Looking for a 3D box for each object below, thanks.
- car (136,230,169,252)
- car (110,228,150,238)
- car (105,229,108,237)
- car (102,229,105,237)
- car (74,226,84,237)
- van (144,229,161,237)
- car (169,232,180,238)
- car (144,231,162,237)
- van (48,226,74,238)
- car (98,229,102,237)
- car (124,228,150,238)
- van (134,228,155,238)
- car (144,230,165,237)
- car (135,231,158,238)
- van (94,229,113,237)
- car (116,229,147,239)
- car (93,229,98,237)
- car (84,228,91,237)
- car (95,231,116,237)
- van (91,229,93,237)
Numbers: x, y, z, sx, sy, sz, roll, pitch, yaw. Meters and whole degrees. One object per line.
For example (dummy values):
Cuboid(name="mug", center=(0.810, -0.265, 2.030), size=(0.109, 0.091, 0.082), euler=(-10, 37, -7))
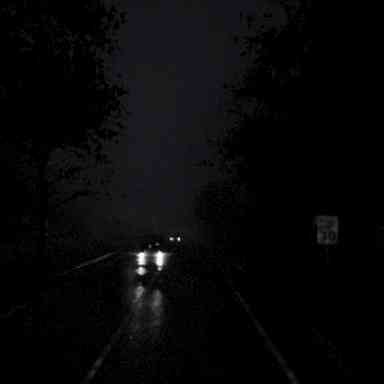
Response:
Cuboid(name="car", center=(-3.415, 4.387, 29.437), size=(1.837, 1.490, 4.892), euler=(1, -5, 0))
Cuboid(name="car", center=(-10.287, 7.018, 55.296), size=(5.366, 1.575, 1.946), euler=(1, -7, 0))
Cuboid(name="car", center=(-23.606, 10.018, 80.236), size=(4.892, 1.521, 2.231), euler=(1, -7, 0))
Cuboid(name="car", center=(-23.600, 9.663, 77.488), size=(5.008, 1.535, 2.097), euler=(1, -7, 0))
Cuboid(name="car", center=(-23.589, 7.302, 61.036), size=(5.566, 2.045, 2.435), euler=(1, -7, 0))
Cuboid(name="van", center=(-10.434, 10.993, 88.357), size=(4.442, 1.987, 1.878), euler=(1, -7, 0))
Cuboid(name="car", center=(-3.434, 9.111, 70.663), size=(1.895, 1.301, 4.718), euler=(1, -7, 0))
Cuboid(name="car", center=(-10.590, 11.600, 91.084), size=(4.792, 1.488, 2.163), euler=(1, -8, 0))
Cuboid(name="van", center=(-23.673, 6.975, 58.163), size=(4.442, 1.987, 1.878), euler=(1, -7, 0))
Cuboid(name="car", center=(-23.593, 9.294, 74.616), size=(5.008, 1.535, 2.097), euler=(1, -7, 0))
Cuboid(name="car", center=(-10.522, 7.908, 63.567), size=(4.553, 1.767, 2.185), euler=(1, -7, 0))
Cuboid(name="van", center=(-10.633, 9.221, 74.589), size=(4.442, 1.987, 1.878), euler=(1, -7, 0))
Cuboid(name="car", center=(-10.592, 11.687, 93.850), size=(5.566, 2.045, 2.435), euler=(1, -8, 0))
Cuboid(name="car", center=(-10.531, 9.800, 77.314), size=(5.008, 1.535, 2.097), euler=(1, -7, 0))
Cuboid(name="van", center=(-23.513, 10.853, 88.506), size=(4.442, 1.987, 1.878), euler=(1, -7, 0))
Cuboid(name="car", center=(-10.484, 7.350, 58.044), size=(4.892, 1.521, 2.231), euler=(1, -7, 0))
Cuboid(name="car", center=(-23.559, 8.832, 72.008), size=(4.553, 1.767, 2.185), euler=(1, -7, 0))
Cuboid(name="car", center=(-23.572, 8.251, 66.497), size=(4.892, 1.521, 2.231), euler=(1, -7, 0))
Cuboid(name="car", center=(-23.644, 11.429, 91.225), size=(5.008, 1.535, 2.097), euler=(1, -7, 0))
Cuboid(name="van", center=(-23.699, 8.378, 69.274), size=(4.442, 1.987, 1.878), euler=(1, -7, 0))
